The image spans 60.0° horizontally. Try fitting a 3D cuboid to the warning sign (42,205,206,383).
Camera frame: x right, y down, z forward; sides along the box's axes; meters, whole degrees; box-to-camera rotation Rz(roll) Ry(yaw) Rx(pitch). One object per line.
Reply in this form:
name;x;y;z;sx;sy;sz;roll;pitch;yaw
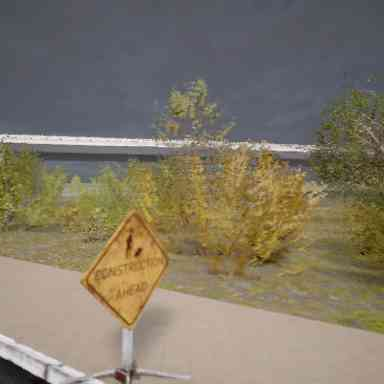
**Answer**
warning sign;-0.677;1.102;3.569;1.060;1.860;1.300;2;0;35
